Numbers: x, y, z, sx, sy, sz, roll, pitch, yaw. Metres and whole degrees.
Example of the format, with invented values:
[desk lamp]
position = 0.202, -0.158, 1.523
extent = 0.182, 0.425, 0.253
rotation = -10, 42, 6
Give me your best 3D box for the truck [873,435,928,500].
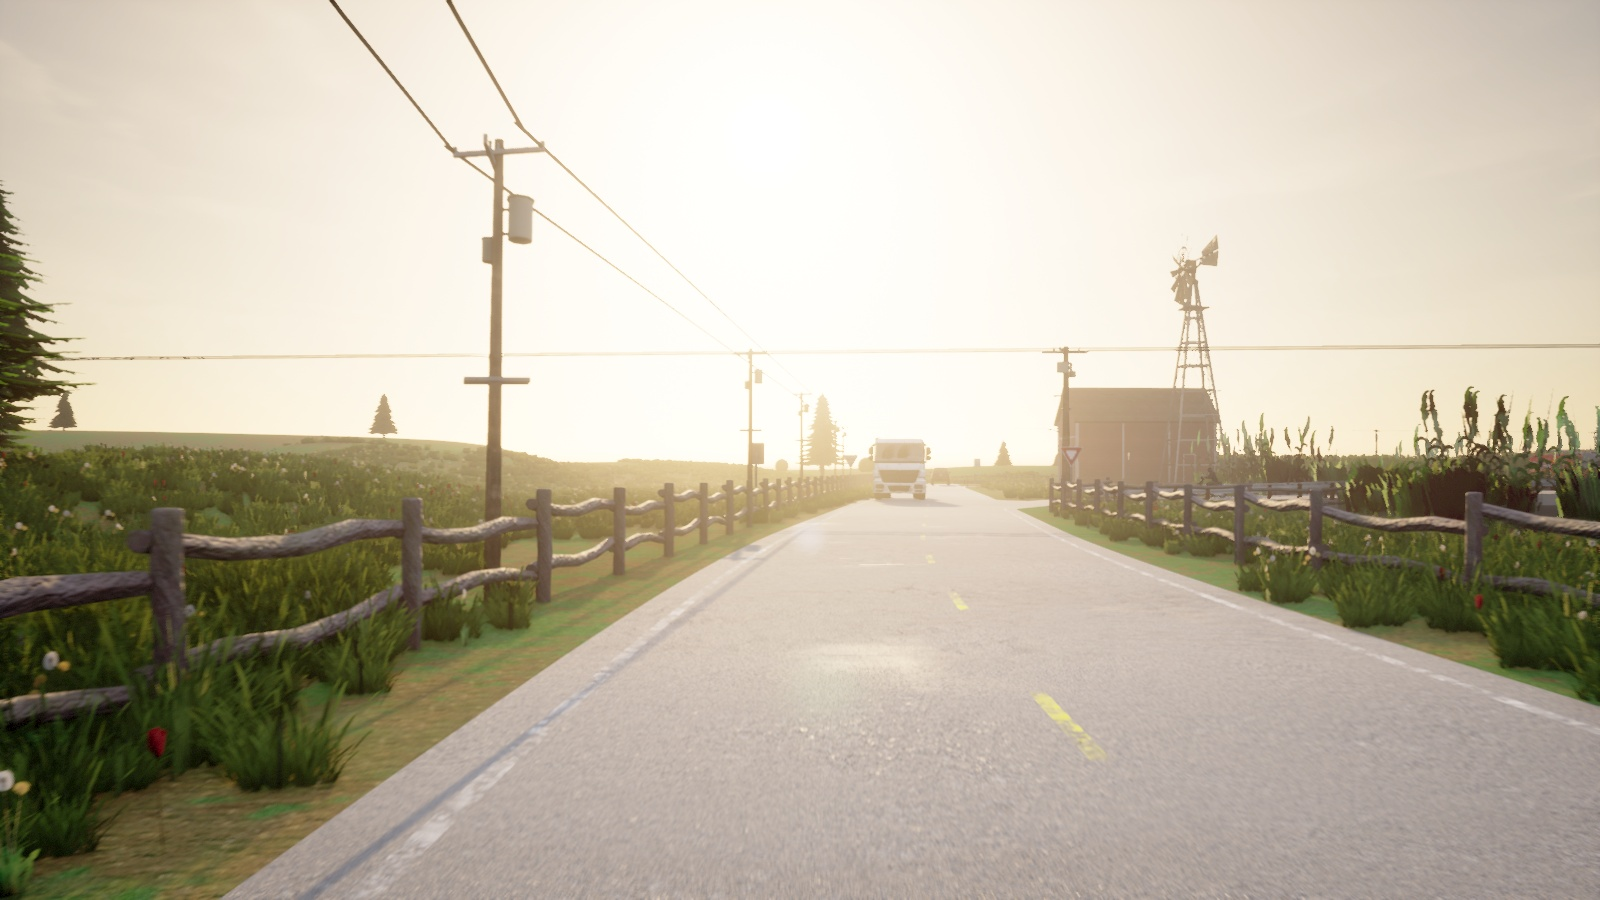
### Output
[truck]
position = 5.761, 1.002, 71.118
extent = 2.891, 3.462, 7.936
rotation = 0, -1, 6
